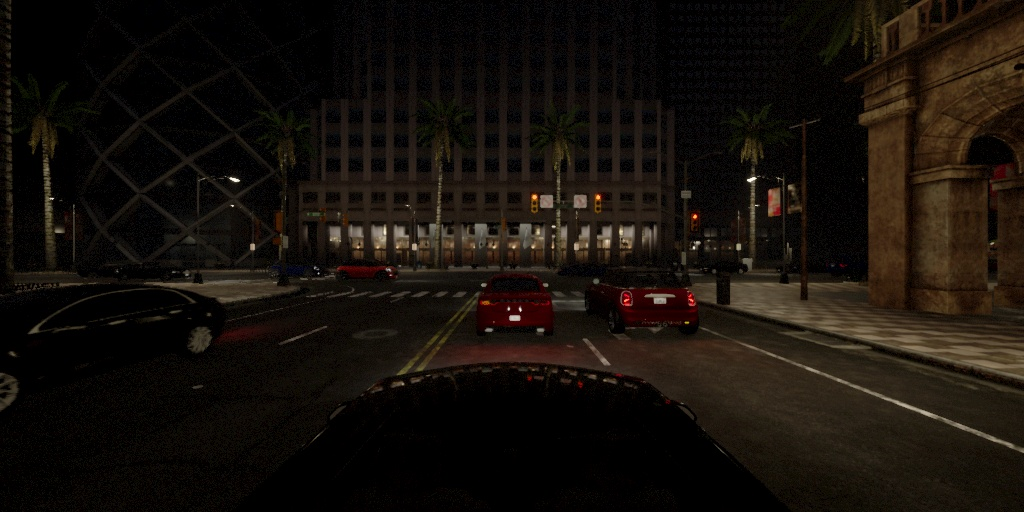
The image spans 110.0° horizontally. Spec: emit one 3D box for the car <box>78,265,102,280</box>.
[{"bbox_3d":[-33.819,1.349,31.035,4.718,1.301,1.895,0,0,-16],"label":"car"}]

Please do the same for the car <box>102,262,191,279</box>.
[{"bbox_3d":[-28.375,1.240,28.342,4.902,1.511,2.128,0,0,-7],"label":"car"}]

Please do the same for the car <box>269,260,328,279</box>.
[{"bbox_3d":[-19.038,1.100,32.166,4.553,1.767,2.097,0,0,-1],"label":"car"}]

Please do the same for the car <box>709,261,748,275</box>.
[{"bbox_3d":[23.170,1.253,39.359,4.892,1.490,1.837,0,0,0],"label":"car"}]

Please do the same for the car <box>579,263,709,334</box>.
[{"bbox_3d":[3.582,1.102,10.774,2.097,1.767,4.553,0,0,0],"label":"car"}]

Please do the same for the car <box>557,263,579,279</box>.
[{"bbox_3d":[6.723,1.296,32.206,5.357,1.411,2.033,0,0,0],"label":"car"}]

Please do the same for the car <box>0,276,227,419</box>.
[{"bbox_3d":[-7.087,1.255,5.711,1.837,1.490,4.892,0,0,0],"label":"car"}]

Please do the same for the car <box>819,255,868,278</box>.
[{"bbox_3d":[31.424,0.970,32.134,5.566,2.045,2.150,0,0,0],"label":"car"}]

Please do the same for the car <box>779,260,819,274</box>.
[{"bbox_3d":[32.777,1.226,39.327,5.008,1.535,1.882,0,0,0],"label":"car"}]

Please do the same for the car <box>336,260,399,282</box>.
[{"bbox_3d":[-11.504,1.101,28.734,4.553,1.767,2.097,0,0,0],"label":"car"}]

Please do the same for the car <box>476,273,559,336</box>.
[{"bbox_3d":[0.080,1.227,10.433,1.882,1.535,5.008,0,0,0],"label":"car"}]

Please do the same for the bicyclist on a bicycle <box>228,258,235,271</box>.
[{"bbox_3d":[-35.750,1.048,45.689,0.582,1.620,1.656,0,0,-12],"label":"bicyclist on a bicycle"}]
